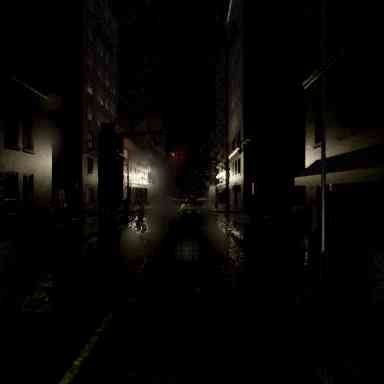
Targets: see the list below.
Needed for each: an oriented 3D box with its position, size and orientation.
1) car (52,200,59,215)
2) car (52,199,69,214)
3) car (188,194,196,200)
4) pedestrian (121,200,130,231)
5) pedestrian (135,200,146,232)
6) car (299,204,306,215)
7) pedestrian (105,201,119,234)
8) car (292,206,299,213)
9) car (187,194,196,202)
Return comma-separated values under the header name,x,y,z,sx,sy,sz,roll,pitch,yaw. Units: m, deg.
name,x,y,z,sx,sy,sz,roll,pitch,yaw
car,-13.986,1.588,27.533,4.718,1.301,1.895,0,0,-1
car,-14.593,1.415,33.276,4.097,1.590,1.967,0,0,1
car,0.021,1.313,85.583,1.837,1.490,4.892,0,0,0
pedestrian,-3.818,1.290,19.149,0.375,1.860,0.375,0,0,0
pedestrian,-2.888,1.290,18.545,0.375,1.860,0.375,0,0,0
car,13.132,1.210,30.412,5.566,2.045,2.150,0,0,1
pedestrian,-4.319,1.290,17.945,0.375,1.860,0.375,0,0,0
car,12.431,1.507,32.988,4.829,1.417,1.752,0,0,1
car,0.020,1.465,75.580,1.812,1.442,4.674,0,0,0
